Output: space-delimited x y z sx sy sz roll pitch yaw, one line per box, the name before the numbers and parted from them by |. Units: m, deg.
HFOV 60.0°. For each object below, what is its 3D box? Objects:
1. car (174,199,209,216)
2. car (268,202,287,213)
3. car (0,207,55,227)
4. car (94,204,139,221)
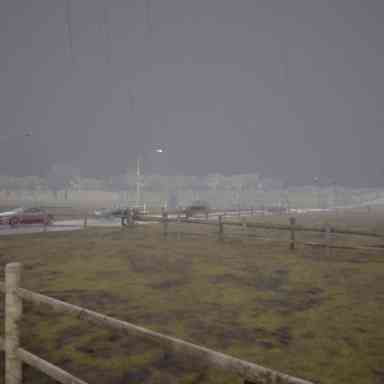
car | 0.043 1.985 42.974 2.150 2.045 5.566 1 -1 36
car | 15.330 2.769 59.591 2.097 1.767 4.553 1 -1 37
car | -12.566 1.823 25.123 1.994 1.385 4.181 1 -1 36
car | -7.297 1.949 32.586 2.128 1.511 4.902 1 -1 35
